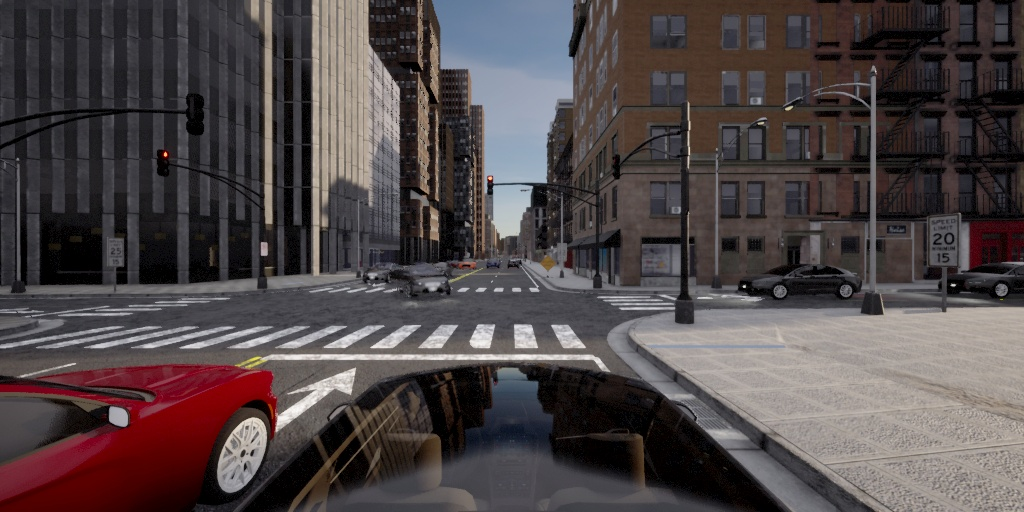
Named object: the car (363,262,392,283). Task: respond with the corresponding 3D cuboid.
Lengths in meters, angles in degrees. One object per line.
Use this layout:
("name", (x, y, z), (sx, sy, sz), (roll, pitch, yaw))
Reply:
("car", (-9.800, 1.244, 27.655), (2.128, 1.511, 4.902), (0, 0, 1))

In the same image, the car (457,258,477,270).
("car", (-6.455, 1.115, 52.807), (2.097, 1.767, 4.553), (0, 0, 0))

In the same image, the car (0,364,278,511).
("car", (-3.154, 1.228, 1.379), (1.882, 1.535, 5.008), (0, 0, 0))

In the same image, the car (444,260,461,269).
("car", (-9.652, 1.367, 58.784), (1.895, 1.301, 4.718), (0, 0, 1))

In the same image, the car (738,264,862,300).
("car", (12.907, 1.116, 16.232), (4.892, 1.490, 1.837), (0, 0, -1))

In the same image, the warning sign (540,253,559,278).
("warning sign", (2.915, 0.868, 29.098), (1.300, 1.860, 1.060), (0, 0, 0))

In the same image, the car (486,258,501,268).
("car", (-3.054, 1.118, 59.451), (2.097, 1.767, 4.553), (0, 0, 1))

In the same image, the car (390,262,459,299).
("car", (-4.653, 1.239, 18.377), (2.128, 1.511, 4.902), (-1, 0, -26))

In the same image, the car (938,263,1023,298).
("car", (22.304, 1.048, 16.149), (4.892, 1.490, 1.837), (0, 0, 0))

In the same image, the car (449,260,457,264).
("car", (-6.527, 1.260, 32.574), (1.837, 1.490, 4.892), (0, 0, 0))

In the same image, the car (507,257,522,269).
("car", (0.189, 1.271, 58.703), (1.837, 1.490, 4.892), (0, 0, 0))
